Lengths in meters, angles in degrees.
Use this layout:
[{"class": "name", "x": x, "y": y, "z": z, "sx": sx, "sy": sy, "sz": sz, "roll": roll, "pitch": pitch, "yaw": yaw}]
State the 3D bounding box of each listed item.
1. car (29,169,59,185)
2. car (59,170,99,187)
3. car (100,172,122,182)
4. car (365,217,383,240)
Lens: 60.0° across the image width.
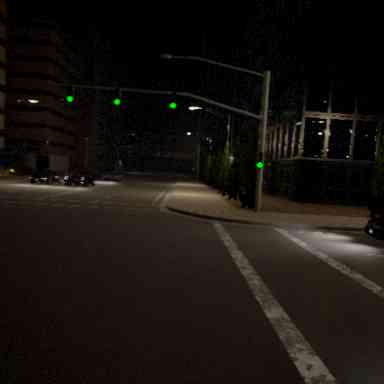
[{"class": "car", "x": -15.076, "y": -1.558, "z": 34.563, "sx": 1.837, "sy": 1.490, "sz": 4.892, "roll": 3, "pitch": 4, "yaw": -2}, {"class": "car", "x": -11.568, "y": -1.497, "z": 34.431, "sx": 2.097, "sy": 1.767, "sz": 4.553, "roll": 3, "pitch": 4, "yaw": -2}, {"class": "car", "x": -11.933, "y": -2.281, "z": 50.344, "sx": 1.895, "sy": 1.301, "sz": 4.718, "roll": 3, "pitch": 4, "yaw": -1}, {"class": "car", "x": 8.746, "y": 1.253, "z": 11.872, "sx": 4.674, "sy": 1.442, "sz": 1.812, "roll": 3, "pitch": 4, "yaw": 1}]
